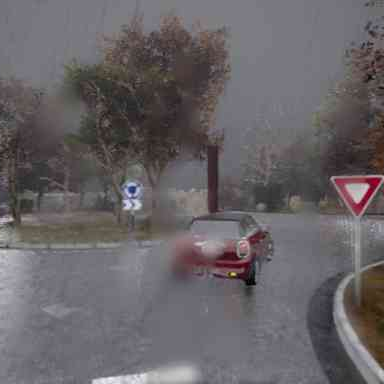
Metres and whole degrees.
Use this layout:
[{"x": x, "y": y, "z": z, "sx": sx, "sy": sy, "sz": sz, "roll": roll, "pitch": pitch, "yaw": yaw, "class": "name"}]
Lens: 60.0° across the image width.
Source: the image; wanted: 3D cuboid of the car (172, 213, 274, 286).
[{"x": 1.110, "y": 1.392, "z": 9.867, "sx": 2.097, "sy": 1.767, "sz": 4.553, "roll": 0, "pitch": 0, "yaw": 19, "class": "car"}]
